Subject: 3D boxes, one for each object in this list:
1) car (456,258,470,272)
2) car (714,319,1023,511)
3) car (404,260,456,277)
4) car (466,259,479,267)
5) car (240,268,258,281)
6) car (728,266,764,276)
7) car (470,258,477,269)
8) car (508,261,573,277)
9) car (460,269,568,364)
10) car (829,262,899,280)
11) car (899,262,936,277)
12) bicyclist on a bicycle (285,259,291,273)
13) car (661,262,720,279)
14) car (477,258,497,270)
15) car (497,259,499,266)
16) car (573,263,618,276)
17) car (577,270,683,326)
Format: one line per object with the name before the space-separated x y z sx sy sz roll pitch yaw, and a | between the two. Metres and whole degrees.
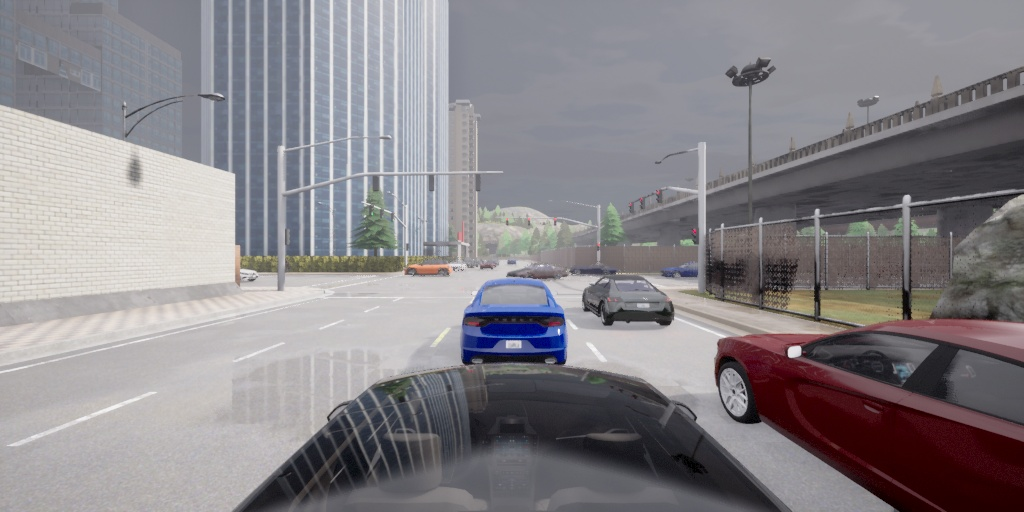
car | -7.099 1.276 47.289 1.812 1.442 4.674 0 0 0
car | 3.601 1.228 2.736 1.882 1.535 5.008 0 0 0
car | -8.222 1.137 35.445 4.553 1.767 2.097 0 0 0
car | -7.069 1.314 64.795 1.994 1.385 4.181 0 0 -1
car | -22.642 1.331 28.232 4.674 1.442 1.812 0 0 0
car | 22.062 1.406 35.514 4.718 1.301 1.895 0 0 0
car | -7.094 1.102 56.154 2.097 1.767 4.553 0 0 0
car | 2.088 1.322 29.279 5.357 1.411 2.033 0 0 -35
car | 0.052 1.228 8.069 1.882 1.535 5.008 0 0 1
car | 30.871 1.283 32.026 5.008 1.535 1.882 0 0 0
car | 38.898 1.312 35.533 4.892 1.490 1.837 0 0 0
bicyclist on a bicycle | -25.307 1.106 40.188 0.582 1.620 1.656 0 0 0
car | 15.897 1.283 31.997 5.008 1.535 1.882 0 0 0
car | -3.593 1.351 51.913 1.895 1.301 4.718 0 0 0
car | -3.583 1.351 61.077 1.895 1.301 4.718 0 0 0
car | 8.354 1.391 36.679 4.718 1.301 1.895 1 0 19
car | 3.573 1.314 11.730 1.994 1.385 4.181 0 0 0
